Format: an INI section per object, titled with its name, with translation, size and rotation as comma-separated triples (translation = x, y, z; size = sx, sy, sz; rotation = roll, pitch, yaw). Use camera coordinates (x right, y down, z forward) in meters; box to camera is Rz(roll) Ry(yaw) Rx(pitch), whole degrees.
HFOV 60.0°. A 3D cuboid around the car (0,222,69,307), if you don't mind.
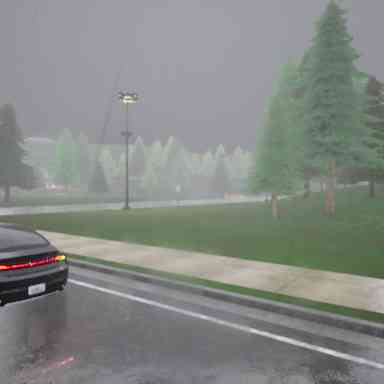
[car]
translation = -4.667, 1.414, 7.195
size = 4.892, 1.490, 1.837
rotation = 1, 0, 35
